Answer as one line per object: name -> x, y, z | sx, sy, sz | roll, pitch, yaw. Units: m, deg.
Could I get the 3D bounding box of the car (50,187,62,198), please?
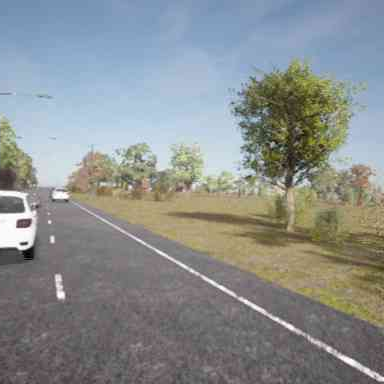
car -> -27.716, 0.099, 67.670 | 2.150, 2.045, 5.566 | 2, 0, -24

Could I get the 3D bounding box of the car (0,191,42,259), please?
car -> -6.415, 0.969, 11.251 | 2.150, 2.045, 5.566 | 2, 0, -24

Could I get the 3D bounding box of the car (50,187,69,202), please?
car -> -19.850, 0.408, 50.177 | 2.150, 2.045, 5.566 | 2, 0, -24

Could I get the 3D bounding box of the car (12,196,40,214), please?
car -> -13.891, 1.048, 28.078 | 1.895, 1.301, 4.718 | 2, 0, -24
